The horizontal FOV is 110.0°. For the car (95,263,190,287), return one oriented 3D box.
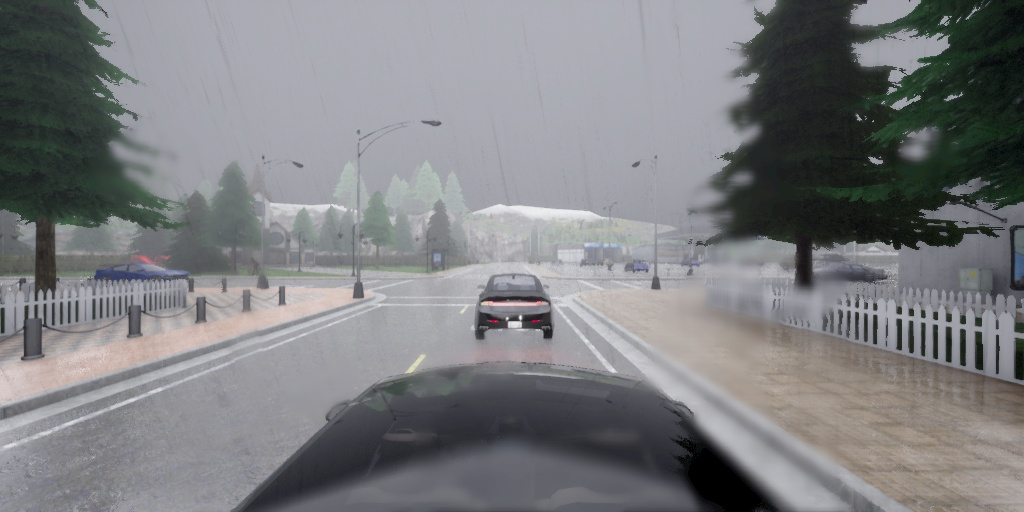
[{"bbox_3d":[-23.544,1.207,22.981,5.008,1.535,1.882,0,0,0],"label":"car"}]

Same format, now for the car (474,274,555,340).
[{"bbox_3d":[0.047,1.239,9.997,2.128,1.511,4.902,0,0,0],"label":"car"}]

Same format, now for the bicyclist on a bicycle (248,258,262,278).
[{"bbox_3d":[-21.853,1.028,30.450,0.582,1.620,1.656,0,0,0],"label":"bicyclist on a bicycle"}]

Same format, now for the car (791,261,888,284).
[{"bbox_3d":[24.143,1.275,26.317,5.357,1.411,2.033,0,0,0],"label":"car"}]
